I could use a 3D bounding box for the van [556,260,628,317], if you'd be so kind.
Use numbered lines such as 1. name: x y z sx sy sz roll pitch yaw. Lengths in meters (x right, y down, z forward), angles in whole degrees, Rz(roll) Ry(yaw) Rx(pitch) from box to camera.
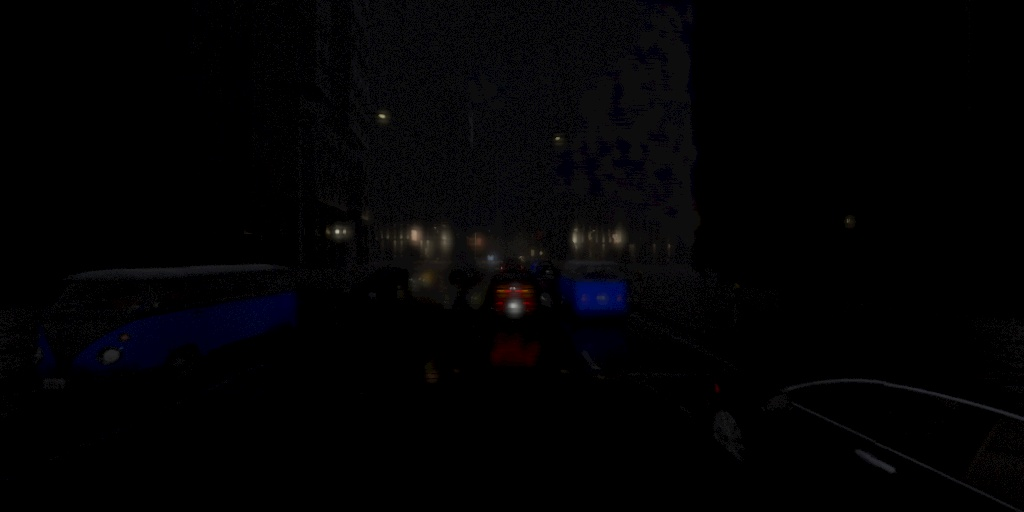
1. van: 2.763 1.063 12.751 1.690 1.789 3.998 0 0 0

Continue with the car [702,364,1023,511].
1. car: 2.763 1.300 1.925 2.007 1.370 4.403 0 0 0

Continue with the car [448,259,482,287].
1. car: -3.099 1.171 24.389 1.882 1.535 5.008 0 0 0

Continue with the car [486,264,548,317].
1. car: 0.091 1.228 13.106 1.837 1.490 4.892 0 1 0

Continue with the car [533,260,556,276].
1. car: 3.149 1.201 32.262 1.812 1.442 4.674 0 0 0

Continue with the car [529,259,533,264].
1. car: 3.141 1.137 39.262 1.882 1.535 5.008 0 0 0

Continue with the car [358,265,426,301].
1. car: -5.762 1.277 17.188 1.948 1.339 4.313 0 0 0

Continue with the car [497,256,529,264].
1. car: 0.094 1.033 29.667 2.097 1.767 4.553 0 0 0

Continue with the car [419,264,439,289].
1. car: -5.762 1.223 22.308 1.751 1.417 4.829 0 0 0

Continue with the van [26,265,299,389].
1. van: -5.762 1.078 6.611 1.690 1.789 3.998 0 0 0
